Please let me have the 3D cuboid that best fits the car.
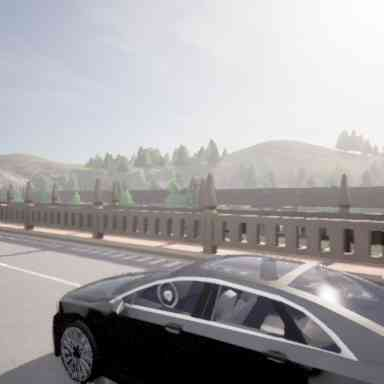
[{"bbox_3d":[0.369,1.495,3.753,4.902,1.511,2.128,0,0,36],"label":"car"}]
